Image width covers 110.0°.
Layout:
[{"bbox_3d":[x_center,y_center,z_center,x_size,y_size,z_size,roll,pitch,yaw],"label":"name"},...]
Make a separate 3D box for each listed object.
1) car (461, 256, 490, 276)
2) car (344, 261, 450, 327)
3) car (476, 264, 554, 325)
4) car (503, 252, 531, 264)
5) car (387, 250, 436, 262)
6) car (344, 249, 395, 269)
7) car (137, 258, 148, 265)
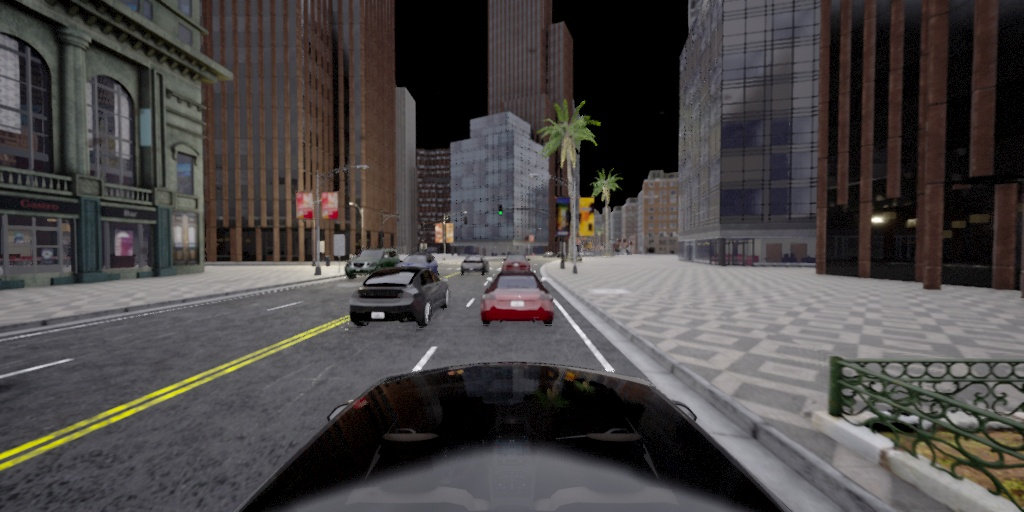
[{"bbox_3d":[-2.848,0.716,28.507,2.128,1.511,4.902,0,1,2],"label":"car"},{"bbox_3d":[-3.106,1.076,10.752,1.837,1.490,4.892,0,1,0],"label":"car"},{"bbox_3d":[0.145,1.130,10.993,1.994,1.385,4.181,0,1,0],"label":"car"},{"bbox_3d":[0.376,0.591,27.817,2.097,1.767,4.553,0,1,2],"label":"car"},{"bbox_3d":[-6.398,0.656,24.273,2.097,1.767,4.553,0,1,2],"label":"car"},{"bbox_3d":[-9.636,0.507,25.363,2.150,2.045,5.566,0,1,2],"label":"car"},{"bbox_3d":[-45.344,0.567,42.064,4.181,1.385,1.994,0,1,0],"label":"car"}]
